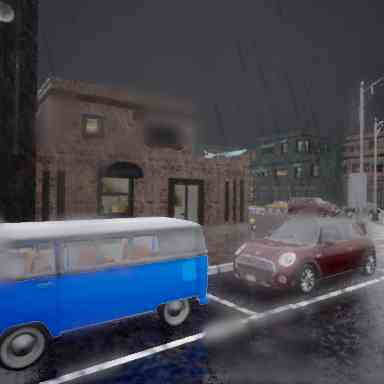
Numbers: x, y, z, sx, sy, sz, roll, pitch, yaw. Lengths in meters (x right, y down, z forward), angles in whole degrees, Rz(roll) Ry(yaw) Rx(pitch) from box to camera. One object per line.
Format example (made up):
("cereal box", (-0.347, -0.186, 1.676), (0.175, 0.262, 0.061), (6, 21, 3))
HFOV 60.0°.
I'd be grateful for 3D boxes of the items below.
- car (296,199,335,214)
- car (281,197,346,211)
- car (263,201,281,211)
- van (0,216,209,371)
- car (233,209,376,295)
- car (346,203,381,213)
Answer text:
("car", (15.178, 1.740, 41.063), (1.967, 1.590, 4.097), (0, -1, -35))
("car", (11.458, 1.430, 31.728), (2.192, 1.841, 5.009), (0, -1, -35))
("car", (11.916, 1.879, 45.759), (1.752, 1.417, 4.829), (0, -1, -35))
("van", (-1.610, 1.341, 5.392), (3.998, 1.788, 1.690), (0, 1, -35))
("car", (2.984, 1.441, 8.671), (4.097, 1.590, 1.967), (0, 1, -35))
("car", (18.341, 1.813, 36.504), (1.947, 1.339, 4.313), (0, -1, -35))
